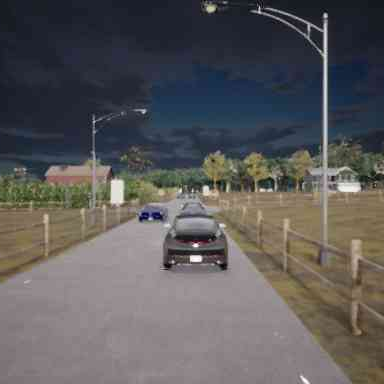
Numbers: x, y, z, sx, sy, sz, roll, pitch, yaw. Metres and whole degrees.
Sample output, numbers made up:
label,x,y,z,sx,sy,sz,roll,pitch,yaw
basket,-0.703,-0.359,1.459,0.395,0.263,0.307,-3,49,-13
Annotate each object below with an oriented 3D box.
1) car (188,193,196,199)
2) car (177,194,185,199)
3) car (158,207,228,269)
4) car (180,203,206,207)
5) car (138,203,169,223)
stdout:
label,x,y,z,sx,sy,sz,roll,pitch,yaw
car,0.023,1.109,86.897,1.994,1.385,4.181,0,0,0
car,-2.729,1.140,82.965,1.994,1.385,4.181,0,0,0
car,0.100,1.469,11.000,1.837,1.490,4.892,0,0,0
car,0.080,1.473,24.797,1.994,1.385,4.181,0,0,0
car,-2.793,1.511,24.794,1.895,1.301,4.718,0,0,0
